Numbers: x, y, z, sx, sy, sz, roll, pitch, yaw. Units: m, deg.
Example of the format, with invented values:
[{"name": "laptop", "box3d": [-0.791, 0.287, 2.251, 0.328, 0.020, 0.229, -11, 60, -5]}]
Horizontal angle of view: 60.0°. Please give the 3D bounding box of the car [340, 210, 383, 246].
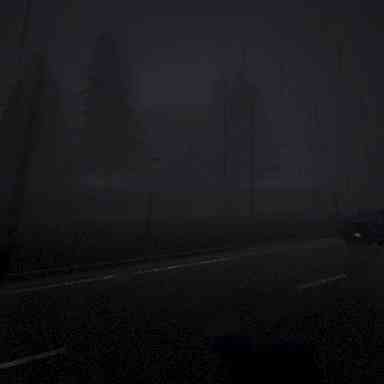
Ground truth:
[{"name": "car", "box3d": [8.338, 1.483, 14.116, 5.008, 1.535, 1.882, 0, 0, -35]}]
